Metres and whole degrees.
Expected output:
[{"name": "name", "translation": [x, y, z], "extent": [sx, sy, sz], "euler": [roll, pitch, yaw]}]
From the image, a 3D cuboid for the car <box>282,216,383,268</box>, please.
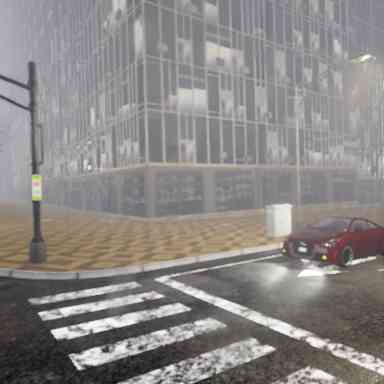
[{"name": "car", "translation": [4.957, 1.527, 11.200], "extent": [4.181, 1.385, 1.994], "euler": [-1, 0, -35]}]
